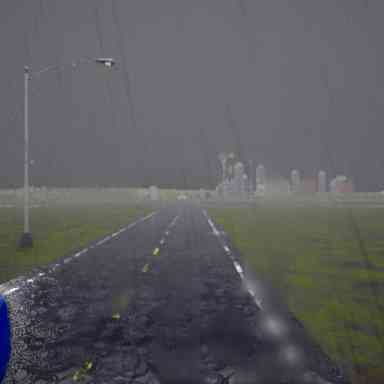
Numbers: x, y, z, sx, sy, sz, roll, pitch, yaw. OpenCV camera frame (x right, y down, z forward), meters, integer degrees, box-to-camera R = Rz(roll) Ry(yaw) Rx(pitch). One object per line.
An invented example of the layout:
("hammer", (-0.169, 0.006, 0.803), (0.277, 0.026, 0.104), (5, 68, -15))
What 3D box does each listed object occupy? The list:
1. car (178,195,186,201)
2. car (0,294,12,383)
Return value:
("car", (-2.718, 1.474, 90.455), (2.097, 1.767, 4.553), (0, 0, 0))
("car", (-2.849, 1.480, 1.474), (1.882, 1.535, 5.008), (0, 0, 0))
